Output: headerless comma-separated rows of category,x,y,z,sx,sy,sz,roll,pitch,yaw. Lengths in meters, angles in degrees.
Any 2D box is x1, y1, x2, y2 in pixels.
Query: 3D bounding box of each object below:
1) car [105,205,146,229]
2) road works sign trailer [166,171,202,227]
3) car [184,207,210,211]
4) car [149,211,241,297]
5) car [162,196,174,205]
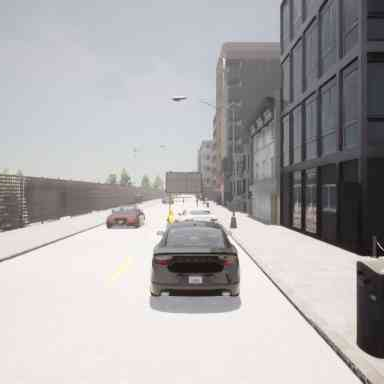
car,-4.188,1.564,21.523,1.994,1.385,4.181,0,0,0
road works sign trailer,-0.572,0.464,21.503,2.380,3.560,2.880,0,0,-16
car,0.254,1.542,17.989,1.812,1.442,4.674,0,-1,-6
car,0.063,1.478,8.641,1.882,1.535,5.008,0,0,0
car,-4.243,1.491,59.334,2.128,1.511,4.902,0,0,0
